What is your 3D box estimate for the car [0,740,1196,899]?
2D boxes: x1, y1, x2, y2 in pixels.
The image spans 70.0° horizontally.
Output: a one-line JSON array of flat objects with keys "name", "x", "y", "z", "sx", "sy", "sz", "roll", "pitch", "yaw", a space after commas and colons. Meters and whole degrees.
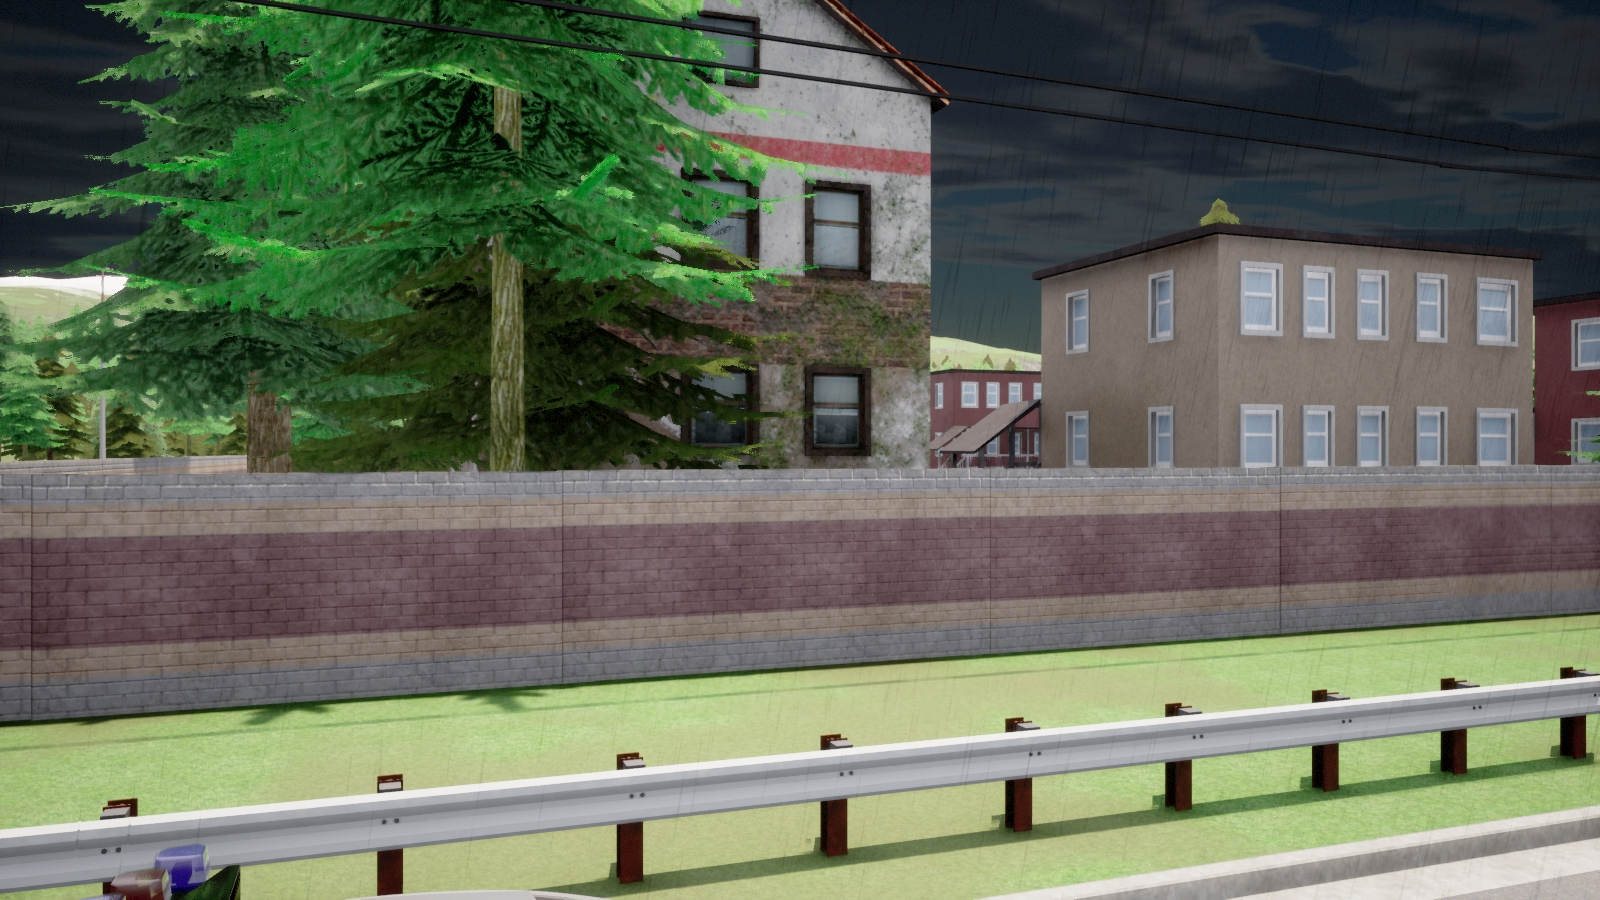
[{"name": "car", "x": -1.671, "y": 1.982, "z": 2.695, "sx": 5.238, "sy": 1.638, "sz": 2.097, "roll": 0, "pitch": 0, "yaw": -20}]
